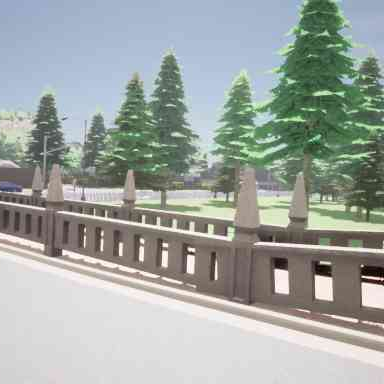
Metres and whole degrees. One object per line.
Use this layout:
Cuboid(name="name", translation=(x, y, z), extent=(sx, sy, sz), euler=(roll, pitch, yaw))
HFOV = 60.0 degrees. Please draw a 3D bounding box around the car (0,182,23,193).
Cuboid(name="car", translation=(-21.385, -0.402, 36.980), extent=(1.812, 1.442, 4.674), euler=(4, 3, 37))
